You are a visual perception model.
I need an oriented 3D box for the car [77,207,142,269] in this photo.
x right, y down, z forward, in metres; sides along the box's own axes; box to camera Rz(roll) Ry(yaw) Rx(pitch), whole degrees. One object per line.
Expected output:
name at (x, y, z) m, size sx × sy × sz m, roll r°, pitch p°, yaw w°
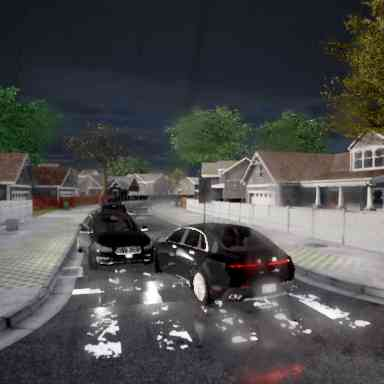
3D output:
car at (-2.787, 1.492, 11.387) m, size 1.837 × 1.490 × 4.892 m, roll 1°, pitch 0°, yaw -26°

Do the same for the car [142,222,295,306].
car at (0.399, 1.505, 8.208) m, size 1.837 × 1.490 × 4.892 m, roll 0°, pitch 0°, yaw -24°

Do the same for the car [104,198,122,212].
car at (-9.368, 1.517, 39.798) m, size 1.812 × 1.442 × 4.674 m, roll 0°, pitch 0°, yaw -10°

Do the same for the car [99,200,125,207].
car at (-4.824, 1.495, 20.502) m, size 1.837 × 1.490 × 4.892 m, roll 0°, pitch 0°, yaw -15°
